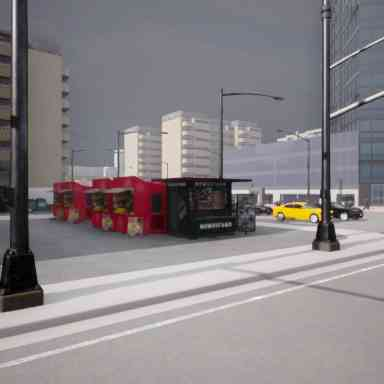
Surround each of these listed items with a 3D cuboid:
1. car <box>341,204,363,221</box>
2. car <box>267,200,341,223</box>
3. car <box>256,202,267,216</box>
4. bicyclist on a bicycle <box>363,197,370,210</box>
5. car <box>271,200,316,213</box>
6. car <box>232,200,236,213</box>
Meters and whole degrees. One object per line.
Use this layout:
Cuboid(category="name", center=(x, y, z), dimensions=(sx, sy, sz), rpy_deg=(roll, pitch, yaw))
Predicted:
Cuboid(category="car", center=(12.002, 1.588, 28.534), dimensions=(1.882, 1.535, 5.008), rpy_deg=(0, -1, -36))
Cuboid(category="car", center=(8.898, 1.589, 26.817), dimensions=(1.882, 1.535, 5.008), rpy_deg=(0, -1, -38))
Cuboid(category="car", center=(6.716, 1.778, 35.814), dimensions=(1.994, 1.385, 4.181), rpy_deg=(0, -1, -36))
Cuboid(category="bicyclist on a bicycle", center=(22.251, 1.466, 42.463), dimensions=(1.656, 1.620, 0.582), rpy_deg=(0, 0, -36))
Cuboid(category="car", center=(12.287, 1.711, 40.396), dimensions=(2.128, 1.511, 4.902), rpy_deg=(0, -1, -36))
Cuboid(category="car", center=(3.073, 1.455, 34.884), dimensions=(2.150, 2.045, 5.566), rpy_deg=(0, -1, -36))
